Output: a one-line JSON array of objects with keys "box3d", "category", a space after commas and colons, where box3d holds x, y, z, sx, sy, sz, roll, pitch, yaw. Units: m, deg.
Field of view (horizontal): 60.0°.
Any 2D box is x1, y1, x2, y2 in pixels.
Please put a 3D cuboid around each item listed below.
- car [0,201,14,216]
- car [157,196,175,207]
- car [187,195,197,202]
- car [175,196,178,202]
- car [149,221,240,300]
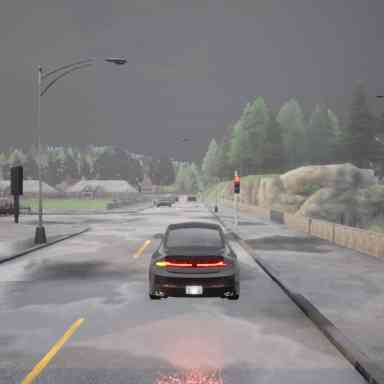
[{"box3d": [-18.850, 1.525, 31.038, 4.674, 1.442, 1.812, 0, 0, 0], "category": "car"}, {"box3d": [-4.114, 1.564, 49.740, 1.994, 1.385, 4.181, 0, 0, 0], "category": "car"}, {"box3d": [-0.027, 1.323, 70.993, 1.882, 1.535, 5.008, 0, 0, 0], "category": "car"}, {"box3d": [-4.096, 1.499, 60.878, 1.837, 1.490, 4.892, 0, 1, 0], "category": "car"}, {"box3d": [0.058, 1.505, 8.375, 1.837, 1.490, 4.892, 0, 0, 0], "category": "car"}]
